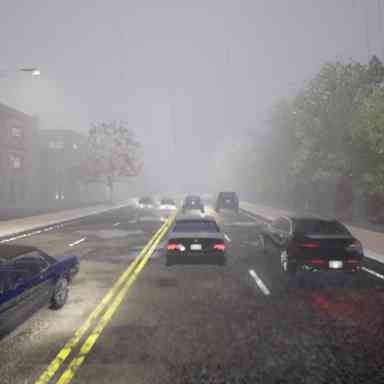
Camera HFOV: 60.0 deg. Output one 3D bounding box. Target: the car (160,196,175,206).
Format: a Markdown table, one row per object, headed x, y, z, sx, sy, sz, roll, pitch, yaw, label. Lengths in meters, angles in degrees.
| x | y | z | sx | sy | sz | roll | pitch | yaw | label |
| --- | --- | --- | --- | --- | --- | --- | --- | --- | --- |
| -3.386 | 1.230 | 46.549 | 1.895 | 1.301 | 4.718 | 0 | 0 | 0 | car |

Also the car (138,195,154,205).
| x | y | z | sx | sy | sz | roll | pitch | yaw | label |
| --- | --- | --- | --- | --- | --- | --- | --- | --- | --- |
| -6.657 | 1.176 | 48.931 | 1.994 | 1.385 | 4.181 | 0 | 0 | 0 | car |

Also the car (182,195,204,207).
| x | y | z | sx | sy | sz | roll | pitch | yaw | label |
| --- | --- | --- | --- | --- | --- | --- | --- | --- | --- |
| 0.103 | 1.084 | 33.537 | 2.097 | 1.767 | 4.553 | 0 | 0 | 0 | car |

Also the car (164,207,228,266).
| x | y | z | sx | sy | sz | roll | pitch | yaw | label |
| --- | --- | --- | --- | --- | --- | --- | --- | --- | --- |
| 0.103 | 1.458 | 11.137 | 2.033 | 1.411 | 5.357 | 0 | 0 | 0 | car |

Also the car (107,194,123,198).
| x | y | z | sx | sy | sz | roll | pitch | yaw | label |
| --- | --- | --- | --- | --- | --- | --- | --- | --- | --- |
| -20.685 | 1.117 | 88.743 | 4.313 | 1.339 | 1.947 | -1 | 2 | -1 | car |

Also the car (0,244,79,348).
| x | y | z | sx | sy | sz | roll | pitch | yaw | label |
| --- | --- | --- | --- | --- | --- | --- | --- | --- | --- |
| -3.351 | 1.561 | 4.912 | 1.895 | 1.301 | 4.718 | 0 | 0 | 0 | car |

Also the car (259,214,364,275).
| x | y | z | sx | sy | sz | roll | pitch | yaw | label |
| --- | --- | --- | --- | --- | --- | --- | --- | --- | --- |
| 3.350 | 1.423 | 10.178 | 1.837 | 1.490 | 4.892 | 0 | 0 | 0 | car |

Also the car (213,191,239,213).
| x | y | z | sx | sy | sz | roll | pitch | yaw | label |
| --- | --- | --- | --- | --- | --- | --- | --- | --- | --- |
| 3.353 | 0.955 | 33.385 | 2.150 | 2.045 | 5.566 | 0 | 0 | 0 | car |
